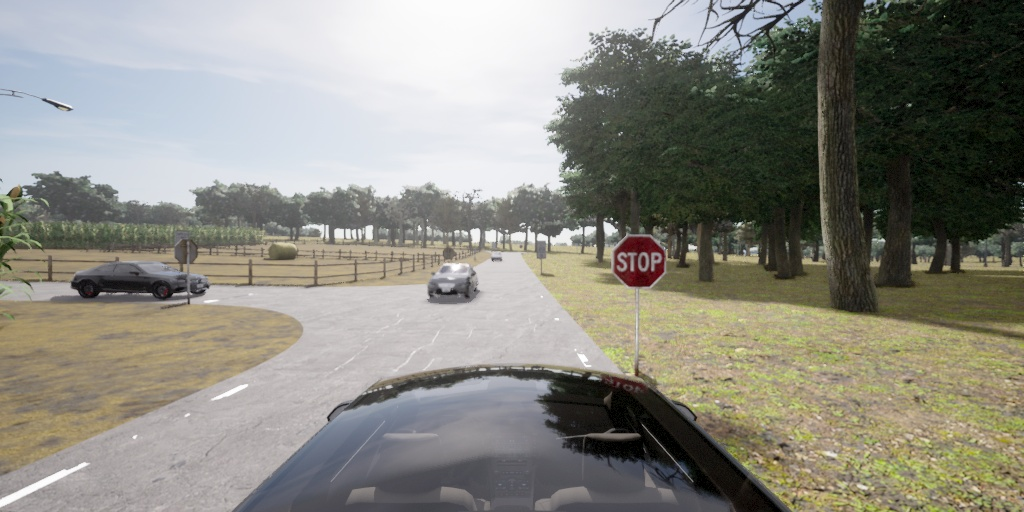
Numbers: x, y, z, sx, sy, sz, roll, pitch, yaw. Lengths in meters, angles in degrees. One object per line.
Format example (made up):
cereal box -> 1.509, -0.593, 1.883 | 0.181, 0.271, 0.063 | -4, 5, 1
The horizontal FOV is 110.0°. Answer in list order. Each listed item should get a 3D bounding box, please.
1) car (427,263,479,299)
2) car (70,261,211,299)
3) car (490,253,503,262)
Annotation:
car -> -2.690, 1.104, 17.166 | 2.128, 1.511, 4.902 | 1, 1, 0
car -> -15.313, 0.944, 14.888 | 4.674, 1.442, 1.812 | 1, 1, -1
car -> -2.549, 0.131, 59.956 | 2.033, 1.411, 5.357 | 0, 2, 0
